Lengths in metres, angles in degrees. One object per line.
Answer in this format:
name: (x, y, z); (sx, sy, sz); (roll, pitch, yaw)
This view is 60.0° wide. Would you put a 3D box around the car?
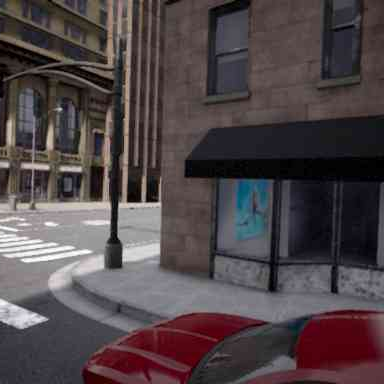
car: (1.135, 1.541, 2.141); (4.507, 1.381, 1.887); (2, 2, 34)
